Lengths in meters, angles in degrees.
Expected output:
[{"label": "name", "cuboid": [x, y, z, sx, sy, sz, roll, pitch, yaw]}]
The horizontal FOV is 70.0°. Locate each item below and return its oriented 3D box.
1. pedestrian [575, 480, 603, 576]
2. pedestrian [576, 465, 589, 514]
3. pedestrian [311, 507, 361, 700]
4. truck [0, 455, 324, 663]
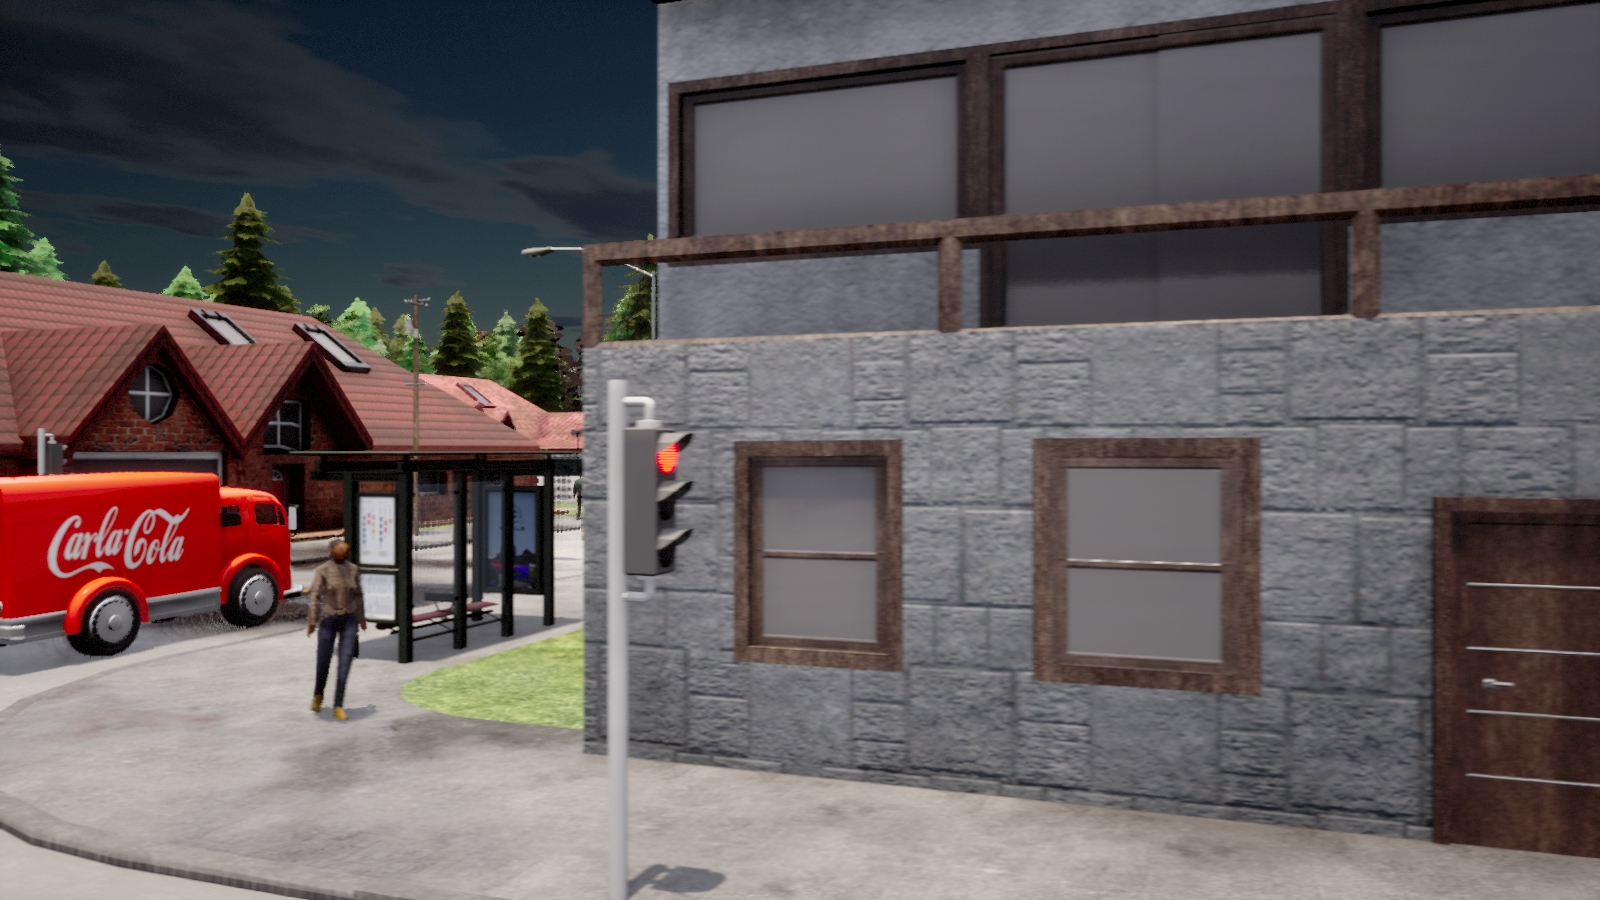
[{"label": "pedestrian", "cuboid": [-4.132, 1.516, 22.396, 0.375, 1.860, 0.375, 0, 0, 31]}, {"label": "pedestrian", "cuboid": [-8.364, 1.523, 43.909, 0.375, 1.860, 0.375, 0, 0, 20]}, {"label": "pedestrian", "cuboid": [-4.645, 1.516, 11.433, 0.375, 1.860, 0.375, 0, 0, -38]}, {"label": "truck", "cuboid": [-10.026, 1.358, 16.963, 2.627, 2.467, 5.204, 0, 1, 19]}]
